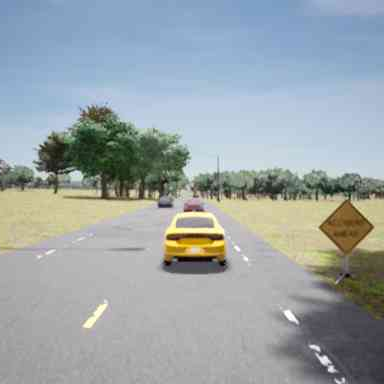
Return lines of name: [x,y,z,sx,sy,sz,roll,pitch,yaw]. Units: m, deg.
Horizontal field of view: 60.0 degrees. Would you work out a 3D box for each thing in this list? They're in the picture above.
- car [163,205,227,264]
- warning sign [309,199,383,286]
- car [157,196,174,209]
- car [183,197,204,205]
car: [0.099,1.444,11.674,1.882,1.535,5.008,0,0,0]
warning sign: [3.565,1.093,7.719,1.300,1.860,1.060,0,0,0]
car: [-3.487,1.331,43.919,1.882,1.535,5.008,0,0,0]
car: [0.166,1.430,30.659,1.812,1.442,4.674,0,0,0]
